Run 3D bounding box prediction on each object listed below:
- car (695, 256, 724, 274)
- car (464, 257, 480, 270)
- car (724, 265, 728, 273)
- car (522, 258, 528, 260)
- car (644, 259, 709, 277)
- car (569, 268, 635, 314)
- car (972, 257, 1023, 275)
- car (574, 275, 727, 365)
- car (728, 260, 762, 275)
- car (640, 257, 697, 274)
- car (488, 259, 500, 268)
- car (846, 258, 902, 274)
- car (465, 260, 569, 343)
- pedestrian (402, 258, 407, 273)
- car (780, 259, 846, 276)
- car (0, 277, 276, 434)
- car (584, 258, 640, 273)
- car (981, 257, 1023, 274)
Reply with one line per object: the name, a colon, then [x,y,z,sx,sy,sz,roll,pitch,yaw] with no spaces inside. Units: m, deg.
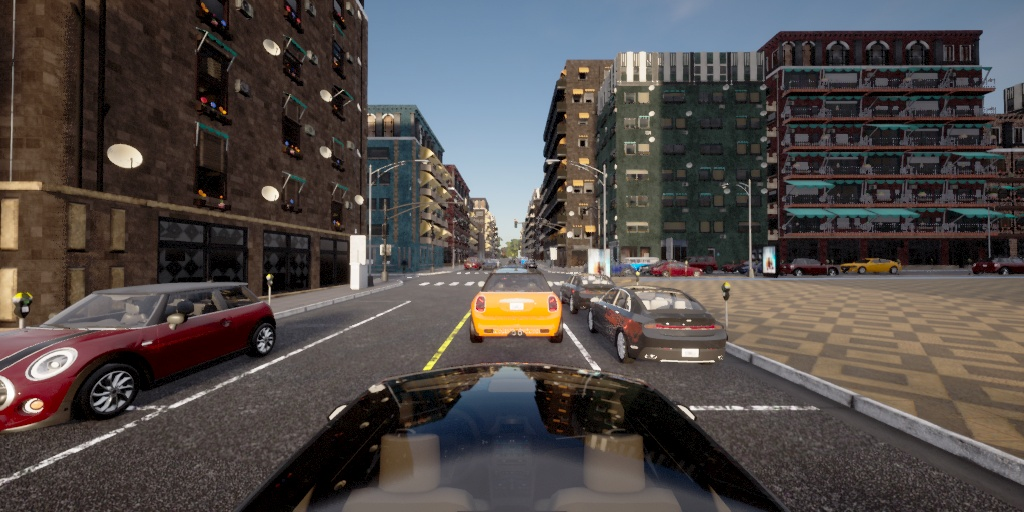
car: [19.307,0.977,38.401,5.009,1.841,2.192,0,0,0]
car: [-5.677,1.083,51.673,2.192,1.841,5.009,0,0,0]
car: [24.835,1.165,38.360,4.507,1.381,1.888,0,0,0]
car: [2.703,1.334,51.631,1.948,1.339,4.313,0,0,0]
car: [13.715,1.162,30.062,4.207,1.307,1.802,0,0,0]
car: [2.823,1.304,13.438,2.007,1.370,4.403,0,0,0]
car: [41.351,0.811,29.857,4.097,1.591,1.967,0,0,0]
car: [2.822,1.302,7.868,2.007,1.370,4.403,0,0,0]
car: [25.159,1.126,35.778,5.357,1.411,2.033,0,-1,0]
car: [15.209,1.147,35.853,4.902,1.511,2.128,0,-1,0]
car: [-3.065,1.298,60.920,1.812,1.442,4.674,0,0,0]
car: [35.608,0.978,35.691,5.008,1.535,1.882,0,-1,0]
car: [0.100,1.104,9.848,2.097,1.767,4.553,0,0,0]
pedestrian: [-12.519,1.097,41.600,0.375,1.860,0.375,0,0,0]
car: [24.770,0.935,29.980,4.097,1.591,1.967,0,0,0]
car: [-5.818,1.191,5.635,1.967,1.591,4.097,0,0,0]
car: [8.833,1.009,32.704,4.553,1.767,2.097,0,-1,0]
car: [46.144,0.853,32.425,5.008,1.535,1.882,0,-1,0]
